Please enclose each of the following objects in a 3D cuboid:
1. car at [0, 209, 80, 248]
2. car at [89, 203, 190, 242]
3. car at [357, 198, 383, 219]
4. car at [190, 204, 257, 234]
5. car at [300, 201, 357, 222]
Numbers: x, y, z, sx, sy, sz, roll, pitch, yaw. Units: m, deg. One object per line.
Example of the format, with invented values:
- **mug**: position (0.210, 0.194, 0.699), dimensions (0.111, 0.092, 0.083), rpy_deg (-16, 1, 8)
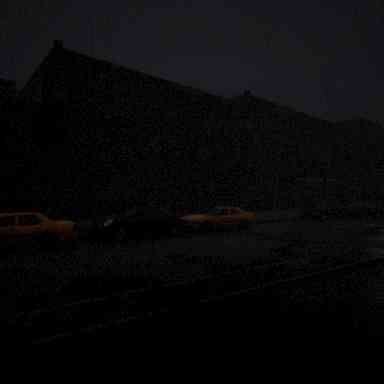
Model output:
- **car**: position (-7.310, 1.480, 13.176), dimensions (5.366, 1.575, 1.946), rpy_deg (0, 0, -37)
- **car**: position (-2.704, 1.367, 16.608), dimensions (4.553, 1.767, 2.185), rpy_deg (0, 0, -37)
- **car**: position (15.001, 1.567, 29.787), dimensions (4.674, 1.452, 2.002), rpy_deg (0, 0, -37)
- **car**: position (1.556, 1.498, 19.776), dimensions (5.366, 1.575, 1.946), rpy_deg (0, 0, -37)
- **car**: position (10.573, 1.520, 26.489), dimensions (4.892, 1.521, 2.231), rpy_deg (0, 0, -37)
